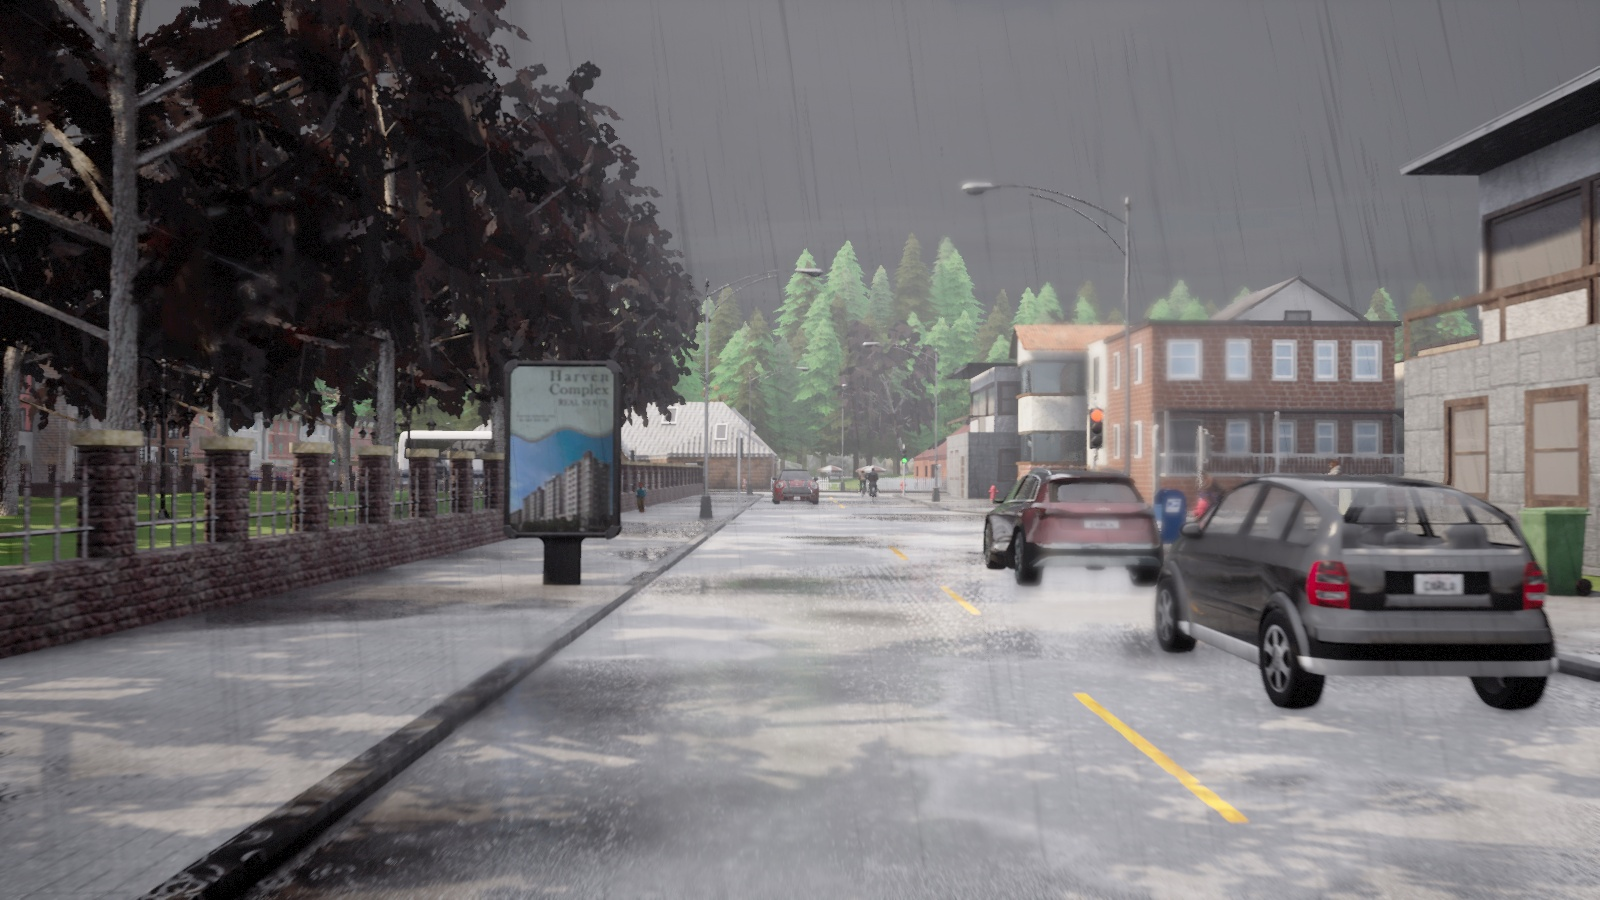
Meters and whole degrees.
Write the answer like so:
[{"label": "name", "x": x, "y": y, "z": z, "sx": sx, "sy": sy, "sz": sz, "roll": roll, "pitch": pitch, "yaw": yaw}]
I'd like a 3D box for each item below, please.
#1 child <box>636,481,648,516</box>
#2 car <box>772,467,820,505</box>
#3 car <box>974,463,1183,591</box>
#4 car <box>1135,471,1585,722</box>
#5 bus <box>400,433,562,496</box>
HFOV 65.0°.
[{"label": "child", "x": -5.395, "y": 1.649, "z": 42.895, "sx": 0.343, "sy": 1.192, "sz": 0.448, "roll": 0, "pitch": -1, "yaw": 0}, {"label": "car", "x": -0.224, "y": 1.691, "z": 60.359, "sx": 2.097, "sy": 1.767, "sz": 4.553, "roll": 0, "pitch": -1, "yaw": -3}, {"label": "car", "x": 3.952, "y": 1.045, "z": 18.729, "sx": 2.033, "sy": 1.649, "sz": 4.856, "roll": 0, "pitch": -1, "yaw": 0}, {"label": "car", "x": 3.977, "y": 0.941, "z": 9.671, "sx": 1.789, "sy": 1.549, "sz": 3.705, "roll": 0, "pitch": -1, "yaw": 0}, {"label": "bus", "x": -22.048, "y": 0.999, "z": 87.400, "sx": 10.273, "sy": 4.253, "sz": 3.944, "roll": 0, "pitch": -1, "yaw": -1}]
